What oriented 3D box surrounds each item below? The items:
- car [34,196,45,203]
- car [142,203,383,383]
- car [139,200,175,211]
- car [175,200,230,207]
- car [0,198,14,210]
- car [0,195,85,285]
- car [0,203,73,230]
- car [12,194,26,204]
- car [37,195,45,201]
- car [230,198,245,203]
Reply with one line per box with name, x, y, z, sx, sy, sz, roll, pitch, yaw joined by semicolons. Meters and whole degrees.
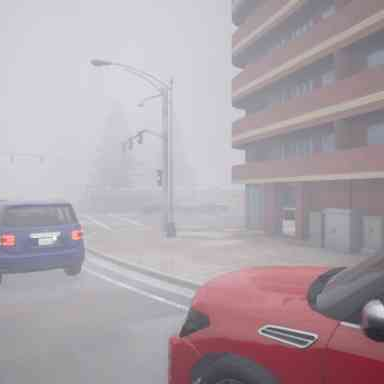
car;-33.326;1.522;72.936;2.033;1.411;5.357;0;0;-23
car;2.408;1.222;2.408;5.566;2.045;2.150;0;0;36
car;-3.360;1.575;36.109;4.674;1.442;1.812;0;0;-23
car;1.101;1.651;34.202;4.718;1.301;1.895;0;0;-23
car;-24.145;1.514;42.788;1.812;1.442;4.674;0;0;-23
car;-4.908;1.219;9.748;2.150;2.045;5.566;0;0;-36
car;-10.405;1.506;21.589;4.902;1.511;2.128;0;0;-23
car;-33.931;1.338;65.487;2.097;1.767;4.553;0;0;-23
car;-37.369;1.457;82.403;1.882;1.535;5.008;0;0;-23
car;5.158;1.528;39.694;5.008;1.535;1.882;0;0;-23
